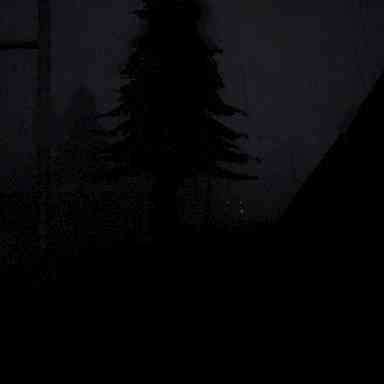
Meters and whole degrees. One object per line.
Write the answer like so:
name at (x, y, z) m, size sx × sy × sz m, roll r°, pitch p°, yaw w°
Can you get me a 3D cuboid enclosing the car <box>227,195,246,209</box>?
car at (5.726, 1.224, 42.634) m, size 2.097 × 1.767 × 4.553 m, roll 0°, pitch 0°, yaw 14°
